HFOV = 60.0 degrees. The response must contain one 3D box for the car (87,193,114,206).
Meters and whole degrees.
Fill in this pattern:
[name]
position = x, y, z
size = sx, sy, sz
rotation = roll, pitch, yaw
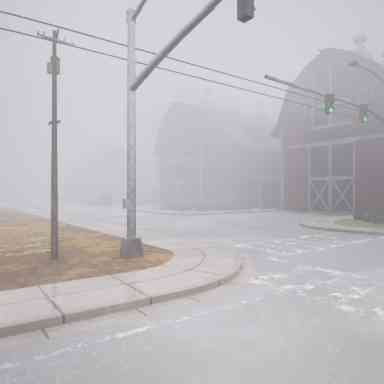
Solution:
[car]
position = -13.846, 1.118, 50.577
size = 3.866, 1.878, 1.905
rotation = -2, 5, 11
